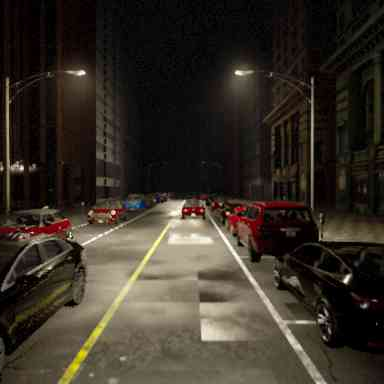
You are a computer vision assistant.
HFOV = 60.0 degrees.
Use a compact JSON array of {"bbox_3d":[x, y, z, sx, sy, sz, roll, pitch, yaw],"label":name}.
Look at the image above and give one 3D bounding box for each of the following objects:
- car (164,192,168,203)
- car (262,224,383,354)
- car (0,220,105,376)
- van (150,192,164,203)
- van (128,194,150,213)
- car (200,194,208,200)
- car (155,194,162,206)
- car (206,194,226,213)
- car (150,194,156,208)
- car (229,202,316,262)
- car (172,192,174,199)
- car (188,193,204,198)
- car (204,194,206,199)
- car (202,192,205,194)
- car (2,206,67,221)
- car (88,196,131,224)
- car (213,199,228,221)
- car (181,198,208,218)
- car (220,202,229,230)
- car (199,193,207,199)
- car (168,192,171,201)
[{"bbox_3d":[-5.736,1.123,56.780,1.967,1.590,4.097,0,0,0],"label":"car"},{"bbox_3d":[2.763,1.531,6.057,1.947,1.339,4.313,0,0,0],"label":"car"},{"bbox_3d":[-3.093,1.462,5.082,2.128,1.511,4.902,0,0,0],"label":"car"},{"bbox_3d":[-5.739,1.054,51.143,1.690,1.788,3.998,0,0,0],"label":"van"},{"bbox_3d":[-5.748,1.146,34.233,1.690,1.788,3.998,0,0,0],"label":"van"},{"bbox_3d":[2.802,1.148,79.328,1.802,1.307,4.206,0,0,0],"label":"car"},{"bbox_3d":[-5.741,1.294,45.507,2.008,1.369,4.403,0,0,0],"label":"car"},{"bbox_3d":[2.778,1.244,34.237,1.967,1.590,4.097,0,0,0],"label":"car"},{"bbox_3d":[-5.744,1.300,39.701,1.752,1.417,4.829,0,0,0],"label":"car"},{"bbox_3d":[2.765,1.247,11.692,2.192,1.841,5.009,0,0,0],"label":"car"},{"bbox_3d":[-5.726,1.161,73.690,1.947,1.339,4.313,0,0,0],"label":"car"},{"bbox_3d":[0.124,1.240,44.501,2.128,1.511,4.902,0,0,0],"label":"car"},{"bbox_3d":[2.784,1.308,45.510,1.947,1.339,4.313,0,0,0],"label":"car"},{"bbox_3d":[2.793,1.235,62.419,1.802,1.307,4.206,0,0,0],"label":"car"},{"bbox_3d":[-5.759,1.373,11.688,1.967,1.590,4.097,0,0,0],"label":"car"},{"bbox_3d":[-5.753,1.309,22.961,1.967,1.590,4.097,0,0,0],"label":"car"},{"bbox_3d":[2.772,1.434,22.966,1.947,1.339,4.313,0,0,0],"label":"car"},{"bbox_3d":[0.114,1.441,27.766,1.895,1.301,4.718,0,0,0],"label":"car"},{"bbox_3d":[2.769,1.445,17.329,1.887,1.381,4.507,0,0,0],"label":"car"},{"bbox_3d":[2.804,0.978,84.963,1.967,1.590,4.097,0,0,0],"label":"car"},{"bbox_3d":[-5.733,0.969,62.416,2.192,1.841,5.009,0,0,0],"label":"car"}]
